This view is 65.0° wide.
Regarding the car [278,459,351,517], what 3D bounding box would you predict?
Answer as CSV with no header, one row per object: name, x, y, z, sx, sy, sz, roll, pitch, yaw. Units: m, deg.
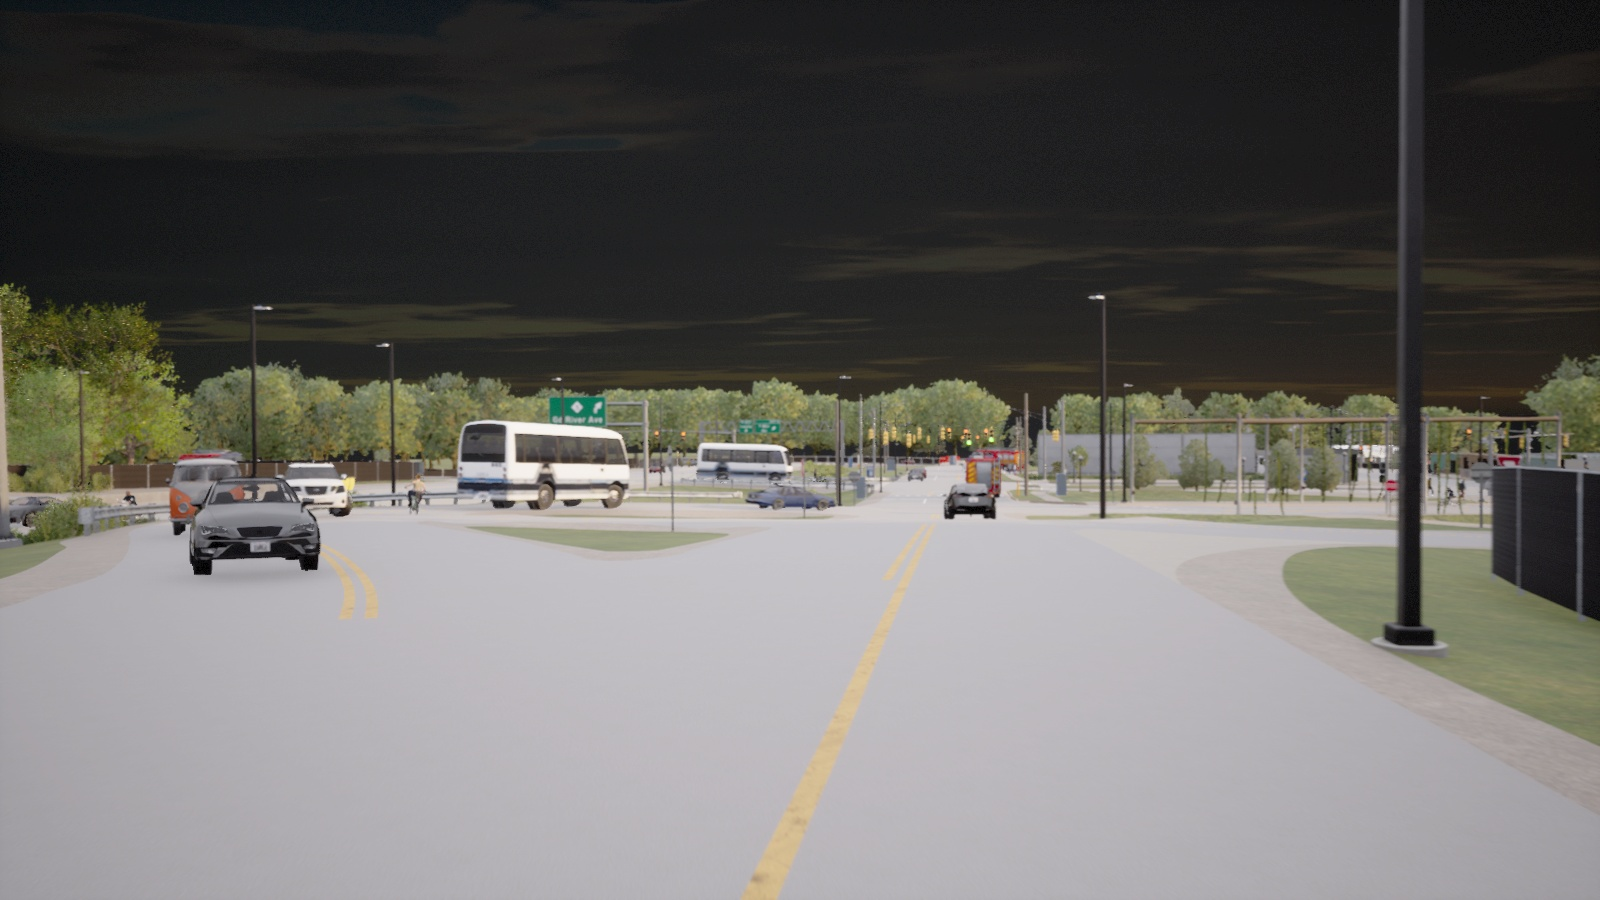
car,-18.527,1.425,47.723,2.150,2.045,5.566,0,-1,-26

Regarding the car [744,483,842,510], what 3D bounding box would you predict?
car,-0.401,2.711,72.799,5.357,1.411,2.033,2,0,-31

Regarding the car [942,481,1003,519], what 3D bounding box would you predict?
car,7.135,2.108,52.274,2.163,1.488,4.792,0,-3,4

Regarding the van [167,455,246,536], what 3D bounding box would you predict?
van,-15.877,1.183,33.761,1.775,1.987,4.442,-1,-1,-24

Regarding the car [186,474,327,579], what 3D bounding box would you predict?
car,-8.765,1.131,20.047,1.816,1.474,4.193,0,-1,-27

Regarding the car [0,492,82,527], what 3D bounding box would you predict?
car,-35.995,2.755,58.780,1.994,1.385,4.181,0,0,7

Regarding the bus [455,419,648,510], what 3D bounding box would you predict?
bus,-12.317,0.782,63.714,3.944,4.253,10.273,0,-1,28
